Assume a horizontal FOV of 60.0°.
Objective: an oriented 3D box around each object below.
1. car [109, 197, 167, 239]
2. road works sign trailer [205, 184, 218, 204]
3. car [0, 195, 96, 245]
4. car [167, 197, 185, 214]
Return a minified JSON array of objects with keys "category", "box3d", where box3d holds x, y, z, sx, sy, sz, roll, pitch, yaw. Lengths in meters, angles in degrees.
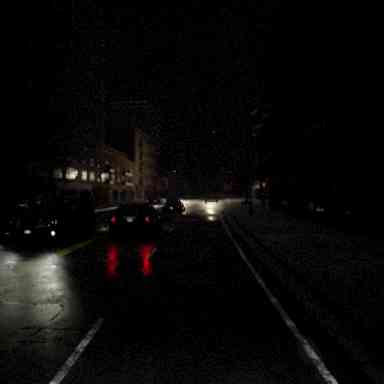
[{"category":"car","box3d":[-2.777,1.321,17.412,2.097,1.767,4.553,0,0,2]},{"category":"road works sign trailer","box3d":[3.557,0.411,60.993,2.380,3.560,2.880,0,0,5]},{"category":"car","box3d":[-6.300,1.191,15.690,2.150,2.045,5.566,0,0,2]},{"category":"car","box3d":[-1.849,1.523,34.438,1.994,1.385,4.181,0,0,4]}]
